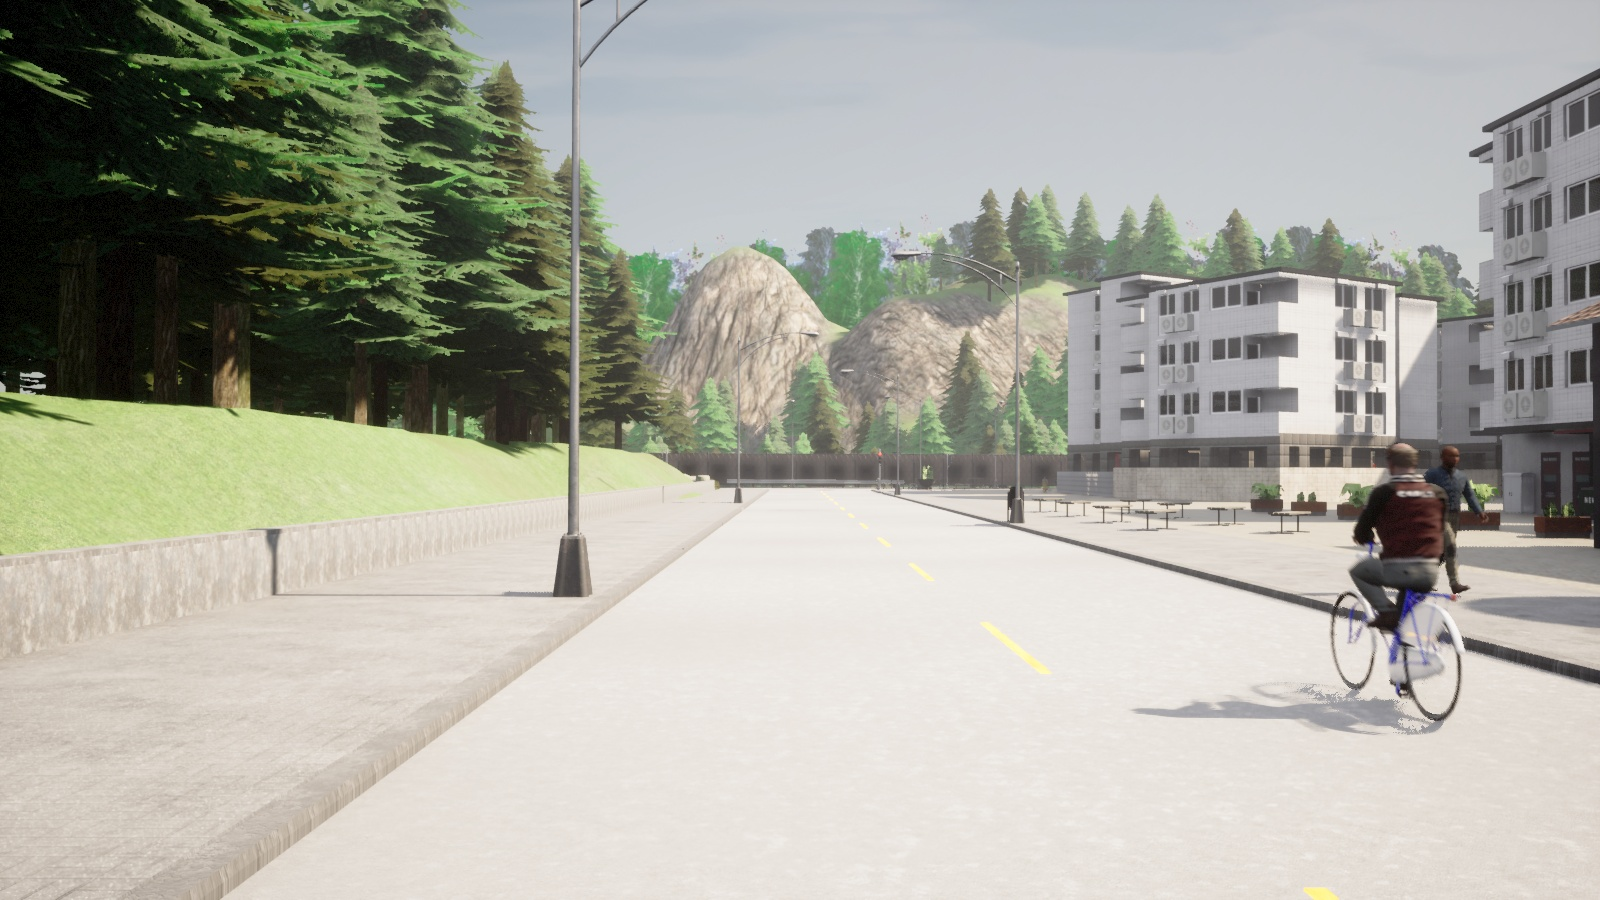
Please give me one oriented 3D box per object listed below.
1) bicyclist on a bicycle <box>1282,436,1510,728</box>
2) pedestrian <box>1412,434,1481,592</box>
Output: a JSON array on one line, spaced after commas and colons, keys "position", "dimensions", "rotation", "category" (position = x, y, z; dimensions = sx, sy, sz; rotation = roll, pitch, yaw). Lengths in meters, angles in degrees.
[{"position": [3.977, 0.813, 8.560], "dimensions": [0.659, 1.776, 1.843], "rotation": [0, -1, 0], "category": "bicyclist on a bicycle"}, {"position": [7.742, 0.740, 15.052], "dimensions": [0.370, 1.835, 0.726], "rotation": [0, -1, -8], "category": "pedestrian"}]
